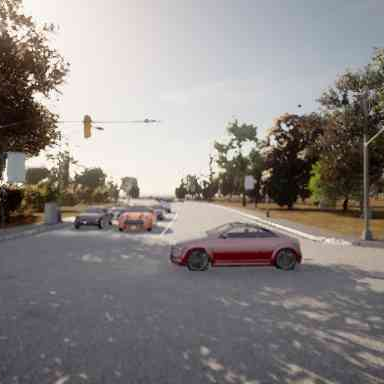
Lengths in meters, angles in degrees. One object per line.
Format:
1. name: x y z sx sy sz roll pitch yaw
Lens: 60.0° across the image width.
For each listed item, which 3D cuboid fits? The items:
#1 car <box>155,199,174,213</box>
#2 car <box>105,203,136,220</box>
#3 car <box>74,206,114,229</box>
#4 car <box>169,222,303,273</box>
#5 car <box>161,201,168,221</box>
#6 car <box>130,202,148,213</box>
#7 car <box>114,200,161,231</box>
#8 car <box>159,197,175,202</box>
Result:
1. car: -3.718 2.028 43.882 1.812 1.442 4.674 0 -1 -1
2. car: -7.128 1.903 33.914 2.128 1.511 4.902 0 -1 0
3. car: -7.107 1.809 24.495 1.837 1.490 4.892 0 -1 0
4. car: 1.359 1.699 10.784 4.181 1.385 1.994 0 -1 -3
5. car: -3.621 1.894 31.889 1.837 1.490 4.892 0 -1 0
6. car: -7.256 2.118 45.836 1.895 1.301 4.718 0 0 -1
7. car: -3.605 1.635 22.747 2.097 1.767 4.553 0 -1 0
8. car: -7.085 2.267 94.570 1.882 1.535 5.008 0 0 -18
